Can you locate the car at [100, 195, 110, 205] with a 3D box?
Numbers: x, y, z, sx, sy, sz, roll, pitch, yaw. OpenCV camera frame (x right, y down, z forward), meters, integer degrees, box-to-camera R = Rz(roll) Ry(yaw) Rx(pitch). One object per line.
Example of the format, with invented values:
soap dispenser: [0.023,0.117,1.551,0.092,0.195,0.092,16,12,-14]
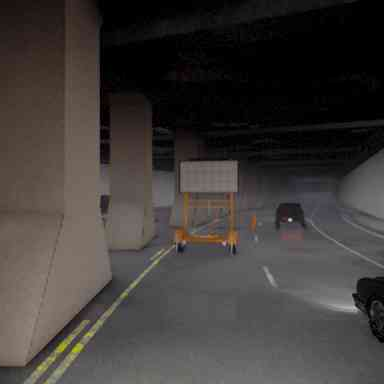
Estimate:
car: [-7.270,1.220,25.433,2.150,2.045,5.566,0,0,15]

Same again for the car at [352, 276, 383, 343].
car: [3.636,1.548,3.302,2.033,1.411,5.357,0,0,2]

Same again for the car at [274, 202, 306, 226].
car: [6.935,1.505,23.491,1.837,1.490,4.892,0,0,16]

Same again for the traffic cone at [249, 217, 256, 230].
traffic cone: [3.601,1.955,19.832,0.340,0.580,0.340,0,0,12]

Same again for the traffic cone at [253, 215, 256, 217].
traffic cone: [4.015,1.955,21.788,0.340,0.580,0.340,0,0,12]

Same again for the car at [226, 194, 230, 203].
car: [7.493,1.220,64.019,2.150,2.045,5.566,0,0,23]

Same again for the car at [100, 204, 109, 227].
car: [-4.439,1.600,22.412,1.895,1.301,4.718,0,0,14]

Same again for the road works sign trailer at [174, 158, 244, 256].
road works sign trailer: [0.698,0.464,13.291,2.380,3.560,2.880,0,0,12]
